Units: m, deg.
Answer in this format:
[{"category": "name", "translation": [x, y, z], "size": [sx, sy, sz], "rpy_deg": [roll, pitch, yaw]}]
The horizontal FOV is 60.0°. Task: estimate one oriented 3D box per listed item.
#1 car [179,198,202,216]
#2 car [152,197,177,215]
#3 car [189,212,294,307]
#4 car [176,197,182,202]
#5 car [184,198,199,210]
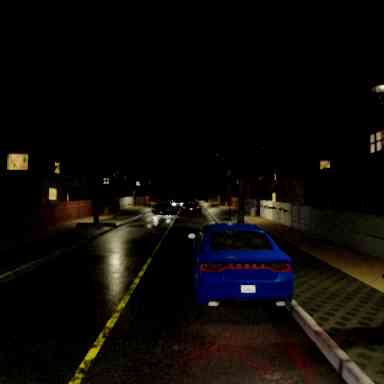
[{"category": "car", "translation": [-0.038, 1.590, 33.338], "size": [1.994, 1.385, 4.181], "rpy_deg": [0, 0, 1]}, {"category": "car", "translation": [-2.950, 1.574, 34.288], "size": [2.033, 1.411, 5.357], "rpy_deg": [0, 0, 0]}, {"category": "car", "translation": [0.941, 1.483, 8.081], "size": [1.882, 1.535, 5.008], "rpy_deg": [0, 0, 0]}, {"category": "car", "translation": [-2.957, 1.683, 71.348], "size": [1.895, 1.301, 4.718], "rpy_deg": [0, 0, 0]}, {"category": "car", "translation": [-0.071, 1.542, 44.656], "size": [1.837, 1.490, 4.892], "rpy_deg": [0, 0, 0]}]
